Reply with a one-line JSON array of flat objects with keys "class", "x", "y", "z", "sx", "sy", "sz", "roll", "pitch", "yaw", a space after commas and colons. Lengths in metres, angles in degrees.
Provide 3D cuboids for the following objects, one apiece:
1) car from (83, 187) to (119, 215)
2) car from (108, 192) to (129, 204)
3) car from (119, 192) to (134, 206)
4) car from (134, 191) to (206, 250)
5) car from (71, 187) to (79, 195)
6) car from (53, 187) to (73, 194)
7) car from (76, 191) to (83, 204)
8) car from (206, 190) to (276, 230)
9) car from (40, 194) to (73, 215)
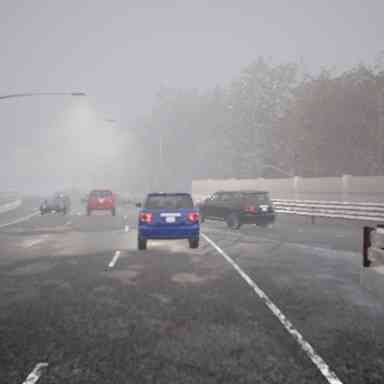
[{"class": "car", "x": -7.501, "y": 0.753, "z": 27.474, "sx": 2.150, "sy": 2.045, "sz": 5.566, "roll": 0, "pitch": 1, "yaw": -15}, {"class": "car", "x": -9.895, "y": 0.750, "z": 44.330, "sx": 1.837, "sy": 1.490, "sz": 4.892, "roll": 0, "pitch": 1, "yaw": -24}, {"class": "car", "x": -7.706, "y": 0.877, "z": 39.284, "sx": 2.033, "sy": 1.411, "sz": 5.357, "roll": 0, "pitch": 1, "yaw": -22}, {"class": "car", "x": -1.059, "y": 0.984, "z": 13.434, "sx": 2.150, "sy": 2.045, "sz": 5.566, "roll": 0, "pitch": 0, "yaw": -8}, {"class": "car", "x": -25.600, "y": 0.038, "z": 70.016, "sx": 2.150, "sy": 2.045, "sz": 5.566, "roll": -1, "pitch": 1, "yaw": -40}, {"class": "car", "x": -17.602, "y": 0.600, "z": 44.323, "sx": 2.097, "sy": 1.767, "sz": 4.553, "roll": -1, "pitch": 1, "yaw": -25}, {"class": "car", "x": -14.088, "y": 0.797, "z": 45.087, "sx": 1.994, "sy": 1.385, "sz": 4.181, "roll": 0, "pitch": 1, "yaw": -25}, {"class": "car", "x": 2.187, "y": 0.928, "z": 18.745, "sx": 2.150, "sy": 2.045, "sz": 5.566, "roll": -1, "pitch": 1, "yaw": -32}, {"class": "car", "x": -11.064, "y": 1.138, "z": 27.232, "sx": 1.895, "sy": 1.301, "sz": 4.718, "roll": 0, "pitch": 1, "yaw": -15}]
